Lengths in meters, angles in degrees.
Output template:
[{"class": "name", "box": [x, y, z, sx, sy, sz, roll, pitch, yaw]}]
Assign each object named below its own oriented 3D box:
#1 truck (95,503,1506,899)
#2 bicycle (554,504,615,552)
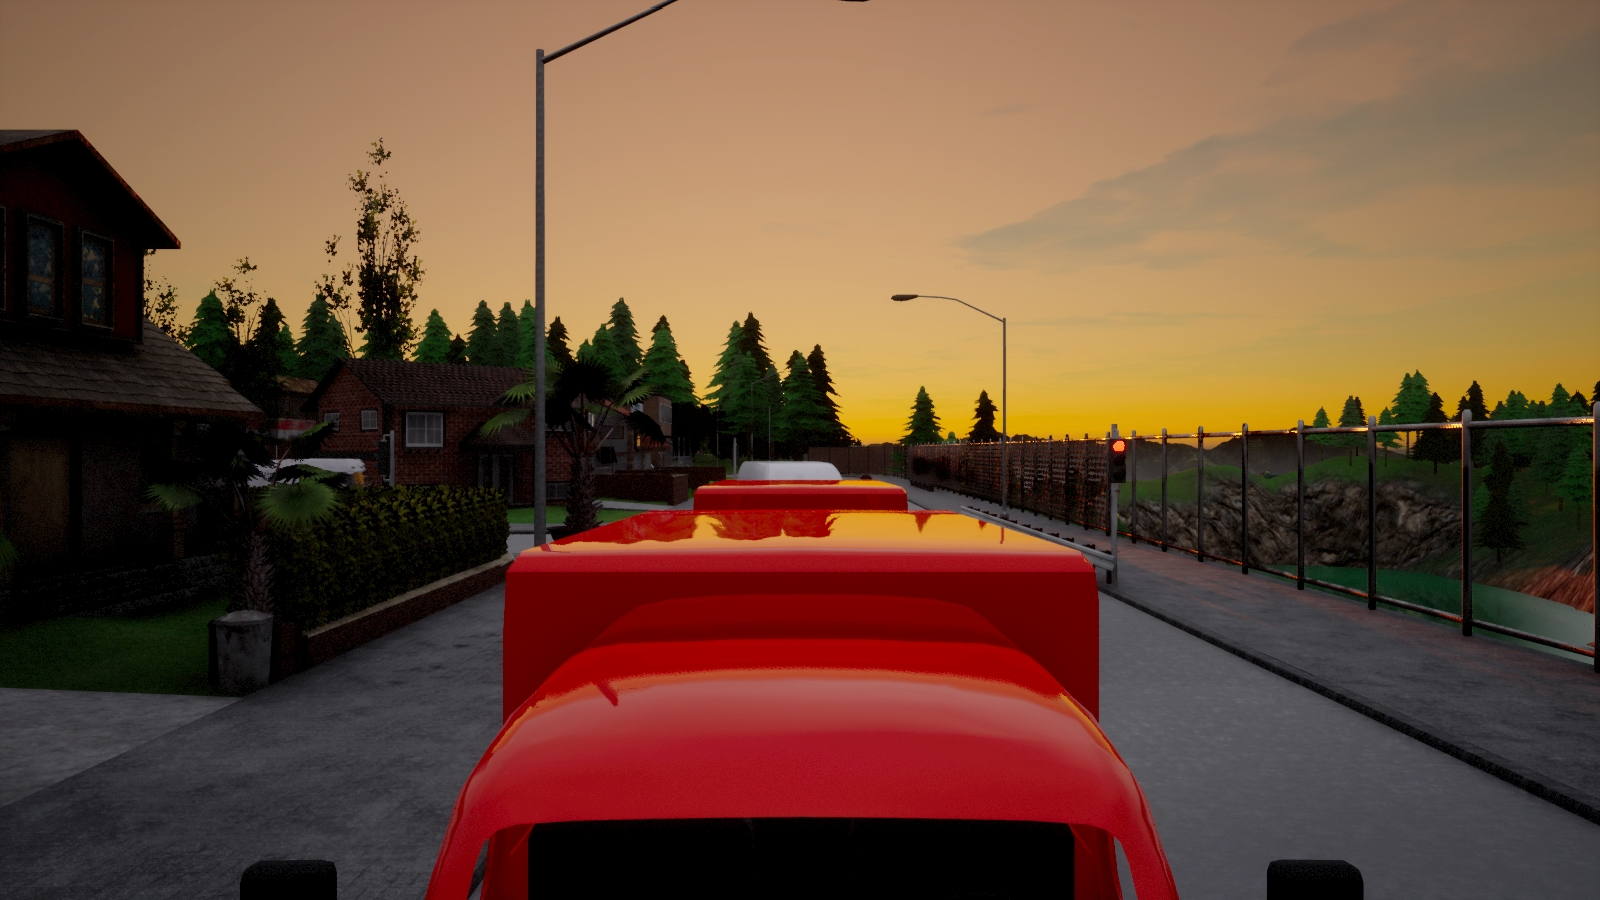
[{"class": "truck", "box": [-0.001, 1.570, 4.728, 2.627, 2.467, 5.204, 0, 0, 0]}, {"class": "bicycle", "box": [-6.027, 2.170, 32.019, 1.487, 1.276, 0.859, 0, 0, 8]}]
